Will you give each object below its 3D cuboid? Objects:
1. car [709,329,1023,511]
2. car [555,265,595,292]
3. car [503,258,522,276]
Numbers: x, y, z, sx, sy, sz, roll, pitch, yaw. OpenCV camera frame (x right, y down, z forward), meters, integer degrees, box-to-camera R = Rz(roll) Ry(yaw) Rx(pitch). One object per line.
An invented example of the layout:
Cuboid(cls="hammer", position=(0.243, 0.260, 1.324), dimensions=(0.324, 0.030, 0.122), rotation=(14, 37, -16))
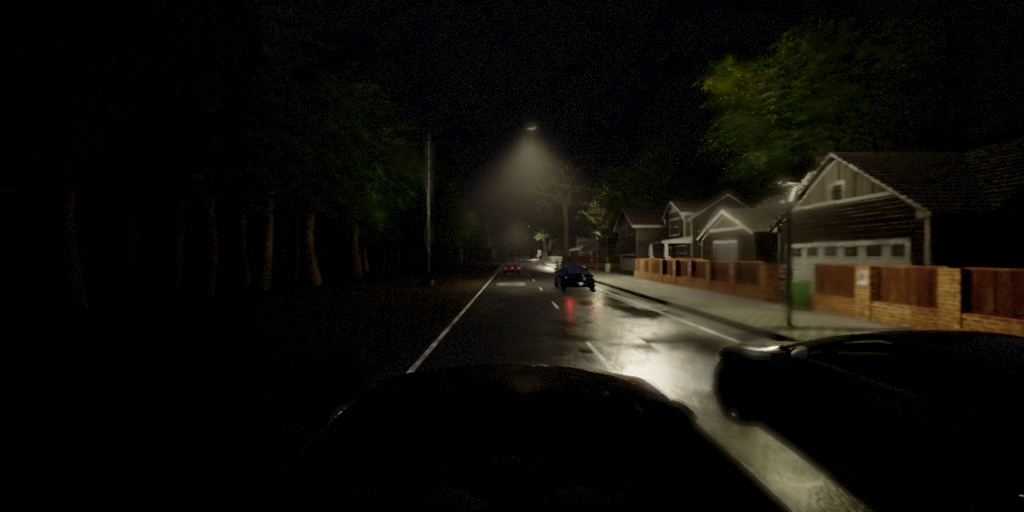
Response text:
Cuboid(cls="car", position=(3.600, 1.313, 3.048), dimensions=(1.994, 1.385, 4.181), rotation=(0, 0, 0))
Cuboid(cls="car", position=(3.615, 1.259, 21.037), dimensions=(1.812, 1.442, 4.674), rotation=(0, 0, 0))
Cuboid(cls="car", position=(0.001, 1.156, 36.077), dimensions=(2.033, 1.411, 5.357), rotation=(0, 0, 0))
